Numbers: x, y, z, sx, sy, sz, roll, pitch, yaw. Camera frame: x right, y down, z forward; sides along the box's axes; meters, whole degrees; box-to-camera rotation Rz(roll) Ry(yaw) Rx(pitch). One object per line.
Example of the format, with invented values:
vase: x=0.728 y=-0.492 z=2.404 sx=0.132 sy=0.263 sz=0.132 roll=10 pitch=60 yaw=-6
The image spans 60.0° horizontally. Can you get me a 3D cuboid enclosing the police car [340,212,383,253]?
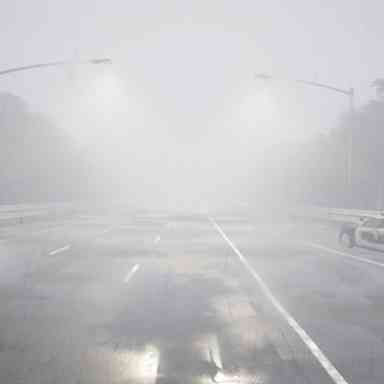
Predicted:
police car: x=7.649 y=1.590 z=12.727 sx=1.930 sy=1.638 sz=5.238 roll=1 pitch=-1 yaw=-9
